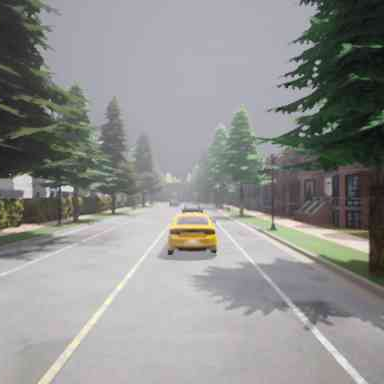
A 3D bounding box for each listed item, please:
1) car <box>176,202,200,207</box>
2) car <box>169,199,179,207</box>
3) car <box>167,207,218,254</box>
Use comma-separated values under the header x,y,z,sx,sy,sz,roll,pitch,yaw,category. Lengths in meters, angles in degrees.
x,y,z,sx,sy,sz,roll,pitch,yaw,category
0.029,1.803,28.497,2.128,1.511,4.902,0,0,0,car
-3.496,2.211,65.218,1.837,1.490,4.892,0,-1,1,car
0.031,1.633,14.232,1.882,1.535,5.008,0,0,0,car
